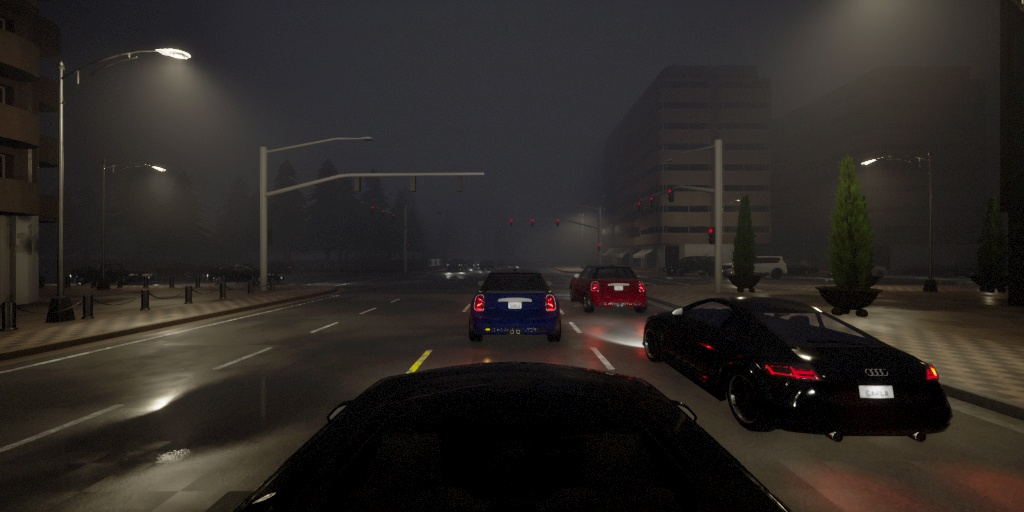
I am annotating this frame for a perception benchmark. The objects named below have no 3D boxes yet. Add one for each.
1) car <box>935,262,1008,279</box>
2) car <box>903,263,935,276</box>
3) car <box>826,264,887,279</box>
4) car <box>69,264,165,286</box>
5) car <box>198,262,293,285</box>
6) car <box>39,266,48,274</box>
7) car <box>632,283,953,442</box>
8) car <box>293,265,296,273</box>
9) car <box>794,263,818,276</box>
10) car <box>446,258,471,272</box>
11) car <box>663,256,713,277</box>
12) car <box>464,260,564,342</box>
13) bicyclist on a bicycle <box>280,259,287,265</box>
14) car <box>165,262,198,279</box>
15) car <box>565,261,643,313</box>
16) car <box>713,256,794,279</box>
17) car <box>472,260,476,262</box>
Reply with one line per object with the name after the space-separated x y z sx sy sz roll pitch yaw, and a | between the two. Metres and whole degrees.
42.923 1.283 33.143 5.008 1.535 1.882 0 0 0 | car
43.118 1.406 36.643 4.718 1.301 1.895 0 0 0 | car
31.802 1.331 33.118 4.674 1.442 1.812 0 0 0 | car
-28.532 1.297 25.684 4.902 1.511 2.128 0 0 0 | car
-18.998 1.297 25.721 4.902 1.511 2.128 0 0 0 | car
-50.529 1.353 36.251 5.357 1.411 2.033 0 0 0 | car
3.606 1.314 5.557 1.994 1.385 4.181 0 0 0 | car
-24.669 1.310 36.400 4.892 1.490 1.837 0 0 0 | car
28.177 1.406 36.607 4.718 1.301 1.895 0 0 0 | car
-6.990 1.101 45.458 2.097 1.767 4.553 0 0 2 | car
18.418 1.027 36.569 5.566 2.045 2.150 0 0 0 | car
0.082 1.102 9.970 2.097 1.767 4.553 0 0 0 | car
-25.615 1.106 40.178 0.582 1.620 1.656 0 0 0 | bicyclist on a bicycle
-30.309 1.283 32.876 5.008 1.535 1.882 0 0 0 | car
3.604 1.102 14.198 2.097 1.767 4.553 0 0 0 | car
22.165 1.027 33.085 5.566 2.045 2.150 0 0 0 | car
-6.504 1.297 56.238 2.033 1.411 5.357 0 0 6 | car
